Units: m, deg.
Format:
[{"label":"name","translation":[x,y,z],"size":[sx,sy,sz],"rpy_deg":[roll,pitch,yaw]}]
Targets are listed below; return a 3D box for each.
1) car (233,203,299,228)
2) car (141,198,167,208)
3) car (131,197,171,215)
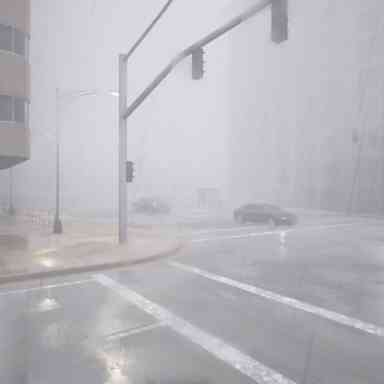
[{"label":"car","translation":[4.873,1.512,22.506],"size":[1.837,1.490,4.892],"rpy_deg":[0,0,-36]},{"label":"car","translation":[-5.702,1.575,49.176],"size":[1.994,1.385,4.181],"rpy_deg":[0,0,-36]},{"label":"car","translation":[-4.136,1.359,34.856],"size":[2.097,1.767,4.553],"rpy_deg":[0,0,-36]}]
